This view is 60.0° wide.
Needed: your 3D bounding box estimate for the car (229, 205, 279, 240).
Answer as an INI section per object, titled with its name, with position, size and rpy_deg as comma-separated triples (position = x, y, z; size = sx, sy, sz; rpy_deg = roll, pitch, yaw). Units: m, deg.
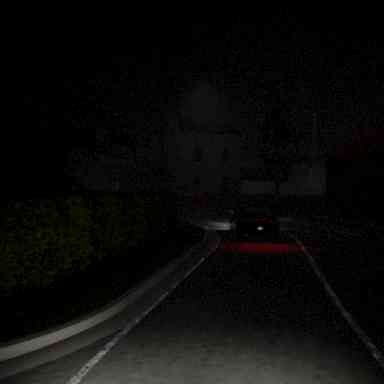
[car]
position = 2.989, 1.385, 16.646
size = 1.882, 1.535, 5.008
rpy_deg = 1, 0, 2
